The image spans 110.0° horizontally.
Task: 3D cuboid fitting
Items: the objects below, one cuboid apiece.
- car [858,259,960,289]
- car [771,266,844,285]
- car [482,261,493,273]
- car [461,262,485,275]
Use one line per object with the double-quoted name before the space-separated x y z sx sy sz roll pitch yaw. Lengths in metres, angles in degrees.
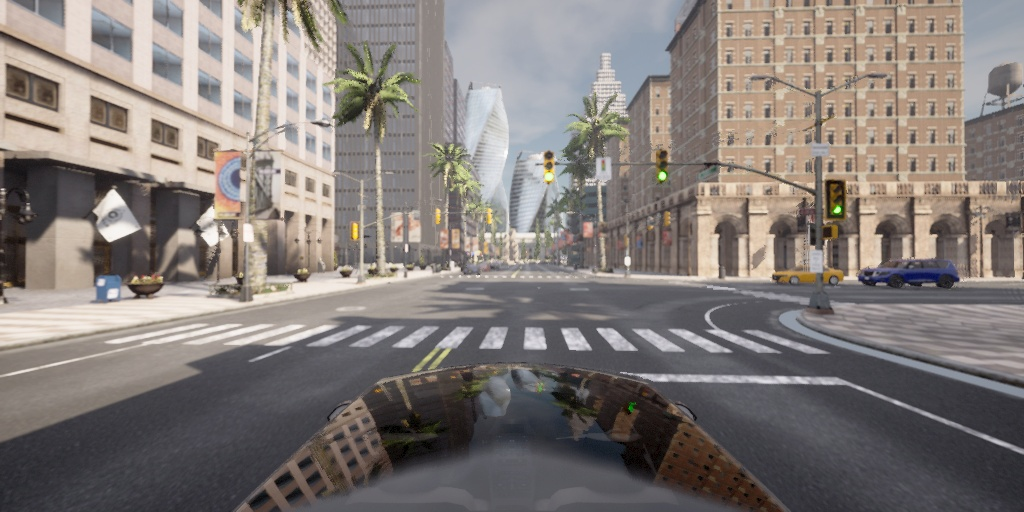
"car" 28.421 1.257 25.794 5.566 2.045 2.150 0 -1 3
"car" 24.202 1.547 29.484 5.008 1.535 1.882 0 -1 3
"car" -4.484 1.834 56.127 1.812 1.442 4.674 0 -1 3
"car" -5.071 1.769 46.212 1.994 1.385 4.181 0 -1 3
